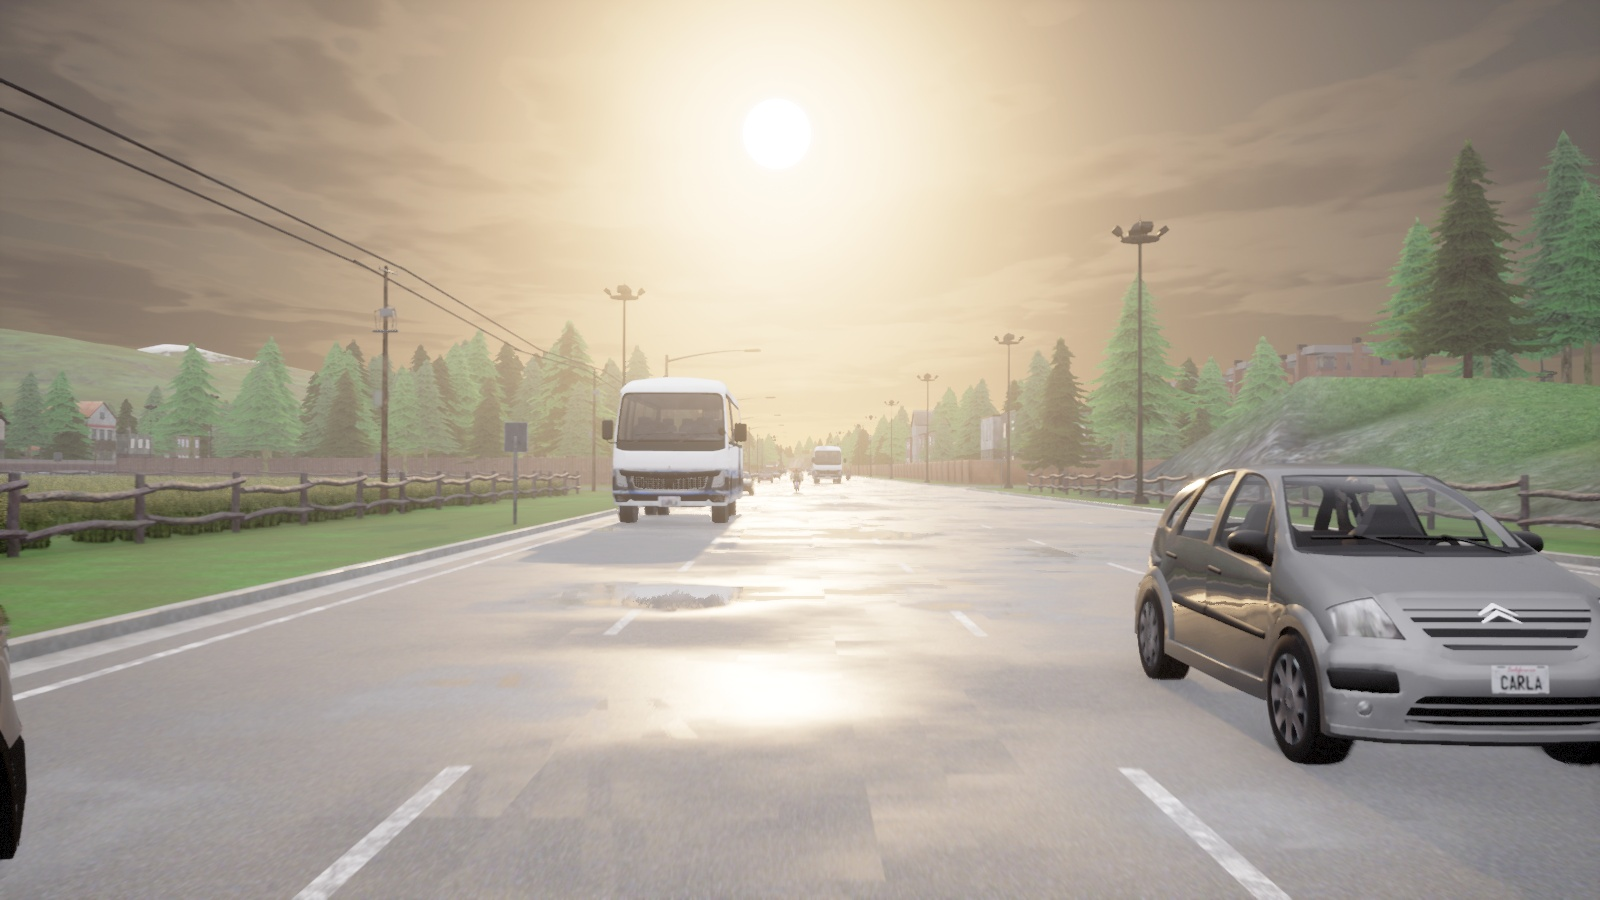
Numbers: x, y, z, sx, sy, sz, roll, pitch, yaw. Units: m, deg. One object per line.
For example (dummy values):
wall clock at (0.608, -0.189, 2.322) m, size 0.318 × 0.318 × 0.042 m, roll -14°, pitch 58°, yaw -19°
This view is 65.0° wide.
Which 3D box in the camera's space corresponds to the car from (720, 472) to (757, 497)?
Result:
car at (-3.683, 2.052, 76.054) m, size 2.033 × 1.411 × 5.357 m, roll 0°, pitch -1°, yaw 0°

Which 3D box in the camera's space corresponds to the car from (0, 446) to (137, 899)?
car at (-3.506, 0.792, 2.286) m, size 2.033 × 1.649 × 4.856 m, roll 0°, pitch -1°, yaw 0°

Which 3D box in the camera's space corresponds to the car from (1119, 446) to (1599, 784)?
car at (3.480, 0.821, 8.032) m, size 1.851 × 1.617 × 3.988 m, roll 0°, pitch -1°, yaw 0°

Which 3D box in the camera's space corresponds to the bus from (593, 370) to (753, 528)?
bus at (-3.599, 0.052, 38.891) m, size 3.944 × 4.253 × 10.273 m, roll 0°, pitch -1°, yaw 0°
